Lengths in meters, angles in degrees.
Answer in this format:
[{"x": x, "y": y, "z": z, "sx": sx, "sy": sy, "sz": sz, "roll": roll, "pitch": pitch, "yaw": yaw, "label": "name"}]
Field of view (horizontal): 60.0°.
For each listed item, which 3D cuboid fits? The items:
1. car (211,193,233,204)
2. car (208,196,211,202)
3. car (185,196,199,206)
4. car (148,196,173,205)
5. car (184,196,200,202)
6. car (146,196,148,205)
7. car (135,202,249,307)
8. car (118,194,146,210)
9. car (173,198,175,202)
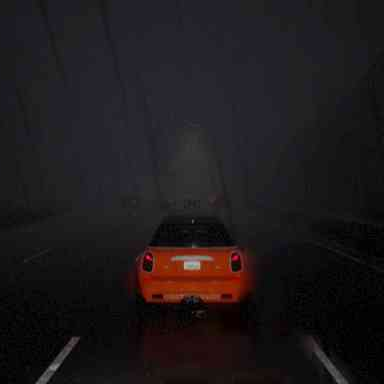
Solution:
[{"x": 3.509, "y": 1.184, "z": 37.788, "sx": 1.882, "sy": 1.535, "sz": 5.008, "roll": 0, "pitch": 0, "yaw": 0, "label": "car"}, {"x": 3.512, "y": 0.978, "z": 48.174, "sx": 2.097, "sy": 1.767, "sz": 4.553, "roll": 0, "pitch": 0, "yaw": 0, "label": "car"}, {"x": 0.012, "y": 1.226, "z": 48.284, "sx": 1.895, "sy": 1.301, "sz": 4.718, "roll": 0, "pitch": 0, "yaw": 0, "label": "car"}, {"x": -3.491, "y": 1.184, "z": 37.789, "sx": 1.882, "sy": 1.535, "sz": 5.008, "roll": 0, "pitch": 0, "yaw": 0, "label": "car"}, {"x": 0.009, "y": 1.304, "z": 38.236, "sx": 1.895, "sy": 1.301, "sz": 4.718, "roll": 0, "pitch": 0, "yaw": 0, "label": "car"}, {"x": -6.988, "y": 1.190, "z": 48.222, "sx": 1.994, "sy": 1.385, "sz": 4.181, "roll": 0, "pitch": 0, "yaw": 0, "label": "car"}, {"x": 0.002, "y": 1.289, "z": 7.964, "sx": 2.097, "sy": 1.767, "sz": 4.553, "roll": 0, "pitch": 0, "yaw": 0, "label": "car"}, {"x": -6.991, "y": 1.056, "z": 38.143, "sx": 2.097, "sy": 1.767, "sz": 4.553, "roll": 0, "pitch": 0, "yaw": 0, "label": "car"}, {"x": -3.488, "y": 1.227, "z": 48.254, "sx": 1.895, "sy": 1.301, "sz": 4.718, "roll": 0, "pitch": 0, "yaw": 0, "label": "car"}]
